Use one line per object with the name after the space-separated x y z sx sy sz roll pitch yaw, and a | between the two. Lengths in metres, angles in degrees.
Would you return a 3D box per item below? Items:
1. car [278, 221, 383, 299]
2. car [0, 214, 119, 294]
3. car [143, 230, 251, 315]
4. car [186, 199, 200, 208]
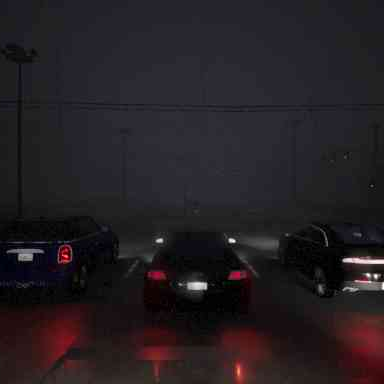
3.594 1.492 8.458 2.128 1.511 4.902 0 0 0 | car
-3.407 1.352 8.939 2.097 1.767 4.553 0 0 0 | car
0.091 1.564 7.646 1.994 1.385 4.181 0 0 0 | car
0.074 1.601 46.420 1.895 1.301 4.718 0 0 0 | car
